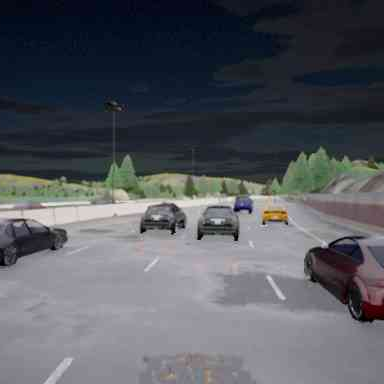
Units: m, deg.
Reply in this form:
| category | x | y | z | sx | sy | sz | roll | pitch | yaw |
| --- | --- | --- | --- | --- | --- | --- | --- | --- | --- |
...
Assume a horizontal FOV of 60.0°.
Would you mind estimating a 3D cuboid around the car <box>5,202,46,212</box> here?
| category | x | y | z | sx | sy | sz | roll | pitch | yaw |
| --- | --- | --- | --- | --- | --- | --- | --- | --- | --- |
| car | -17.025 | 1.740 | 34.357 | 1.812 | 1.442 | 4.674 | 0 | 0 | 13 |

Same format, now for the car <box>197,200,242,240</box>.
| category | x | y | z | sx | sy | sz | roll | pitch | yaw |
| --- | --- | --- | --- | --- | --- | --- | --- | --- | --- |
| car | 1.527 | 1.508 | 18.138 | 2.097 | 1.767 | 4.553 | 0 | 0 | 8 |

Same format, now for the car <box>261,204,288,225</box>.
| category | x | y | z | sx | sy | sz | roll | pitch | yaw |
| --- | --- | --- | --- | --- | --- | --- | --- | --- | --- |
| car | 6.611 | 1.724 | 26.810 | 1.882 | 1.535 | 5.008 | 0 | 0 | 12 |

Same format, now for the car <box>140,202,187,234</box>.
| category | x | y | z | sx | sy | sz | roll | pitch | yaw |
| --- | --- | --- | --- | --- | --- | --- | --- | --- | --- |
| car | -1.644 | 1.515 | 20.533 | 2.097 | 1.767 | 4.553 | 0 | 0 | 9 |

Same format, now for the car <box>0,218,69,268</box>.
| category | x | y | z | sx | sy | sz | roll | pitch | yaw |
| --- | --- | --- | --- | --- | --- | --- | --- | --- | --- |
| car | -6.317 | 1.618 | 11.612 | 2.033 | 1.411 | 5.357 | 0 | 0 | 5 |

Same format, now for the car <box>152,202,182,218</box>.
| category | x | y | z | sx | sy | sz | roll | pitch | yaw |
| --- | --- | --- | --- | --- | --- | --- | --- | --- | --- |
| car | -2.479 | 1.797 | 34.268 | 1.812 | 1.442 | 4.674 | 0 | 0 | 13 |

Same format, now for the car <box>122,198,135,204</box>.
| category | x | y | z | sx | sy | sz | roll | pitch | yaw |
| --- | --- | --- | --- | --- | --- | --- | --- | --- | --- |
| car | -12.875 | 2.001 | 66.523 | 1.812 | 1.442 | 4.674 | 0 | 0 | 14 |

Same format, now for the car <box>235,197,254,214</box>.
| category | x | y | z | sx | sy | sz | roll | pitch | yaw |
| --- | --- | --- | --- | --- | --- | --- | --- | --- | --- |
| car | 6.485 | 1.590 | 41.791 | 2.150 | 2.045 | 5.566 | 0 | 0 | 13 |

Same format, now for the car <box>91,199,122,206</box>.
| category | x | y | z | sx | sy | sz | roll | pitch | yaw |
| --- | --- | --- | --- | --- | --- | --- | --- | --- | --- |
| car | -11.341 | 1.817 | 43.204 | 1.837 | 1.490 | 4.892 | 0 | -1 | 14 |

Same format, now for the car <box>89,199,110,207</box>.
| category | x | y | z | sx | sy | sz | roll | pitch | yaw |
| --- | --- | --- | --- | --- | --- | --- | --- | --- | --- |
| car | -17.372 | 2.000 | 62.847 | 1.994 | 1.385 | 4.181 | 0 | 0 | 14 |

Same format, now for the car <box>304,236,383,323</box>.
| category | x | y | z | sx | sy | sz | roll | pitch | yaw |
| --- | --- | --- | --- | --- | --- | --- | --- | --- | --- |
| car | 3.927 | 1.640 | 7.309 | 1.994 | 1.385 | 4.181 | 0 | 0 | 3 |
